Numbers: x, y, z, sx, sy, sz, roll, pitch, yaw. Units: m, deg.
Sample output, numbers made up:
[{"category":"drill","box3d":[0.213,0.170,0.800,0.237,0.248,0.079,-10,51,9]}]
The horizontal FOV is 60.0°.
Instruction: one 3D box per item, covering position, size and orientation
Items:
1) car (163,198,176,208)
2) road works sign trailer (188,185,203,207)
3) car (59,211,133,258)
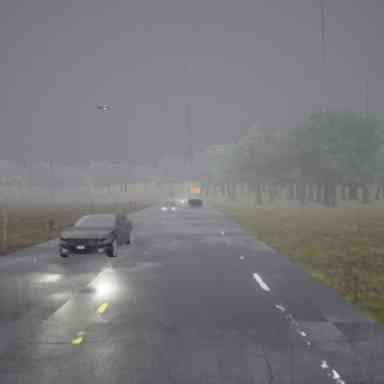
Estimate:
[{"category":"car","box3d":[-3.588,1.731,53.793,1.812,1.442,4.674,0,0,0]},{"category":"road works sign trailer","box3d":[0.507,1.132,52.751,2.380,3.560,2.880,0,45,4]},{"category":"car","box3d":[-3.604,1.535,13.270,1.882,1.535,5.008,0,0,0]}]
